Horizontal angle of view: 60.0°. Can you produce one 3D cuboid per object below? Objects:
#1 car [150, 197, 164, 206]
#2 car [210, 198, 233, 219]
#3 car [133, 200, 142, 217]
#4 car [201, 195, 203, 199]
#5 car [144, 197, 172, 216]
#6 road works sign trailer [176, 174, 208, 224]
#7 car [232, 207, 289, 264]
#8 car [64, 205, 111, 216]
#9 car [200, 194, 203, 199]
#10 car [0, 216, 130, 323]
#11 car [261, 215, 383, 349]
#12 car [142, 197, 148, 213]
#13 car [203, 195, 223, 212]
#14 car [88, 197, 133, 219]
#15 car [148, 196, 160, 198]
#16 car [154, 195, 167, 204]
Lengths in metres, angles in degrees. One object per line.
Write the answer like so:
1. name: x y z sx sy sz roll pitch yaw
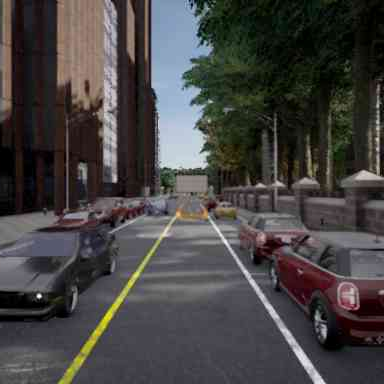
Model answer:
1. car: -5.775 1.510 55.361 1.887 1.381 4.507 0 0 0
2. car: 2.757 1.501 28.252 1.752 1.417 4.829 0 0 0
3. car: -5.768 1.521 28.076 1.887 1.381 4.507 0 0 0
4. car: 2.752 1.492 50.079 1.752 1.417 4.829 0 0 0
5. car: -3.101 1.500 31.751 1.812 1.442 4.674 0 0 0
6. road works sign trailer: -0.005 0.443 24.628 2.380 3.560 2.880 0 0 0
7. car: 2.760 1.429 11.713 1.967 1.590 4.097 0 0 0
8. car: -5.766 1.566 17.162 1.802 1.307 4.206 0 0 0
9. car: 2.751 1.531 55.365 1.947 1.339 4.313 0 0 0
10. car: -3.057 1.541 7.696 2.033 1.411 5.357 0 0 0
11. car: 2.762 1.434 6.256 1.967 1.590 4.097 0 0 0
12. car: -5.770 1.518 33.533 1.887 1.381 4.507 0 0 0
13. car: 2.754 1.286 38.995 2.192 1.841 5.009 0 0 0
14. car: -5.767 1.295 22.619 2.192 1.841 5.009 0 0 0
15. car: -5.772 1.409 44.447 1.967 1.590 4.097 0 0 0
16. car: -5.776 1.404 60.819 1.967 1.590 4.097 0 0 0
